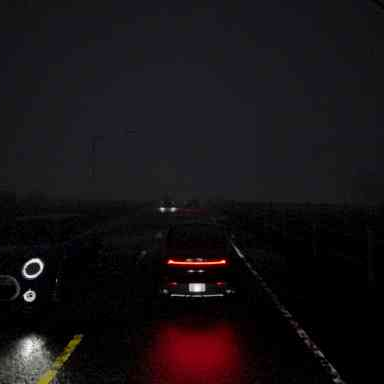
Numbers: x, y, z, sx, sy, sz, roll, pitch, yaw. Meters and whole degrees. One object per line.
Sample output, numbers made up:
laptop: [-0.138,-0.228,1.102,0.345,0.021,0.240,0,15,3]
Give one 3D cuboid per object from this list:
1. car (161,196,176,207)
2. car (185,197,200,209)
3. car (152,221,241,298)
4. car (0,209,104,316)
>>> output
car: [-3.544,1.397,50.666,2.097,1.767,4.553,0,0,0]
car: [0.061,1.484,45.376,2.128,1.511,4.902,0,0,0]
car: [0.093,1.503,8.510,1.837,1.490,4.892,0,0,0]
car: [-3.604,1.350,7.768,2.097,1.767,4.553,0,0,0]
